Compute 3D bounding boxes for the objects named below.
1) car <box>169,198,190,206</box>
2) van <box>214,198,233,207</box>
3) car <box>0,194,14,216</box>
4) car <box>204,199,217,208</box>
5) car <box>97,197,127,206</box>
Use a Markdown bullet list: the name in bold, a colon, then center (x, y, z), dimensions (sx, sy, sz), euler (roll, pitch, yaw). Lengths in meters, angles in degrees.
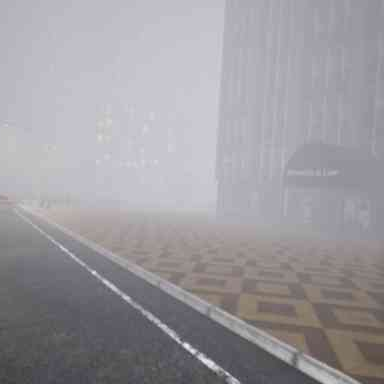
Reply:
- **car**: center (-2.542, 1.867, 66.554), dimensions (4.097, 1.590, 1.967), euler (4, 0, -33)
- **van**: center (6.872, 2.378, 72.752), dimensions (3.998, 1.788, 1.690), euler (4, 0, -33)
- **car**: center (-14.043, 0.855, 23.984), dimensions (1.882, 1.535, 5.008), euler (3, 0, -32)
- **car**: center (4.458, 2.448, 64.351), dimensions (4.674, 1.442, 1.812), euler (4, 0, -33)
- **car**: center (-12.009, 1.407, 50.140), dimensions (4.403, 1.369, 2.008), euler (4, 0, -33)
